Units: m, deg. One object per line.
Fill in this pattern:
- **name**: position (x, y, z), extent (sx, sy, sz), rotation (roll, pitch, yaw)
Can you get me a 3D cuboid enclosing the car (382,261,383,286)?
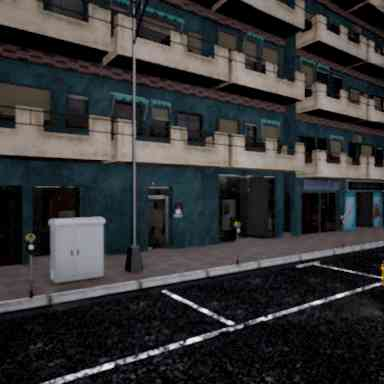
- **car**: position (6.426, 1.553, 7.869), extent (5.008, 1.535, 1.882), rotation (1, 0, -35)
